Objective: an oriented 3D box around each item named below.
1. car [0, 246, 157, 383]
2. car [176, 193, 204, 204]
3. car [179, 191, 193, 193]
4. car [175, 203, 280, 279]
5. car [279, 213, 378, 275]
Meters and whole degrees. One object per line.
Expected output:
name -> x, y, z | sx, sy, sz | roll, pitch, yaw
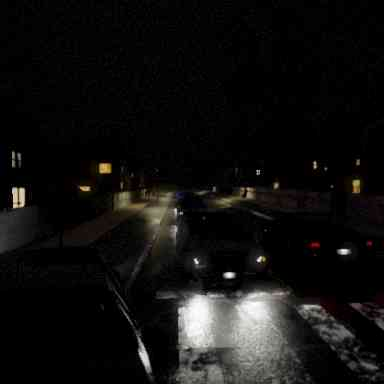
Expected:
car -> -1.688, 1.425, 3.933 | 2.033, 1.411, 5.357 | -2, 5, -21
car -> -0.055, 1.012, 20.896 | 2.033, 1.411, 5.357 | -1, 1, -3
car -> -0.569, 0.638, 33.222 | 1.882, 1.535, 5.008 | -1, 2, -2
car -> 0.529, 1.290, 9.580 | 2.033, 1.411, 5.357 | -1, 1, -5
car -> 3.294, 1.276, 9.547 | 1.994, 1.385, 4.181 | -1, 2, -5
